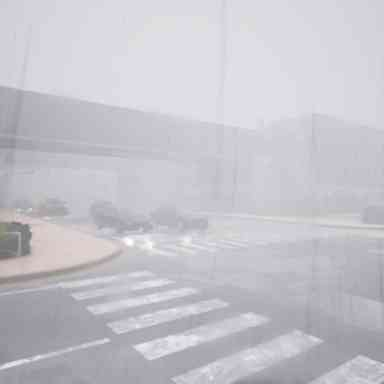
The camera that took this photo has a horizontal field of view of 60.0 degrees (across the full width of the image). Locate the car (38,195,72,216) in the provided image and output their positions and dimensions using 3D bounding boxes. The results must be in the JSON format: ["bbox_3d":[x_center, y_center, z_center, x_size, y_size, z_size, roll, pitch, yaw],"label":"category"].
[{"bbox_3d":[-14.132,1.448,33.868,2.097,1.767,4.553,1,0,-36],"label":"car"}]

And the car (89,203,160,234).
[{"bbox_3d":[-4.319,1.645,20.307,2.033,1.411,5.357,1,0,-36],"label":"car"}]

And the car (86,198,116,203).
[{"bbox_3d":[-8.259,1.628,31.716,2.128,1.511,4.902,1,0,-36],"label":"car"}]

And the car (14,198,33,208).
[{"bbox_3d":[-24.831,1.656,48.797,1.812,1.442,4.674,1,0,-36],"label":"car"}]

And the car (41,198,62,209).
[{"bbox_3d":[-20.868,1.615,49.263,1.882,1.535,5.008,1,-1,-36],"label":"car"}]

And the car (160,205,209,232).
[{"bbox_3d":[-0.897,1.618,21.572,1.882,1.535,5.008,1,0,-36],"label":"car"}]
